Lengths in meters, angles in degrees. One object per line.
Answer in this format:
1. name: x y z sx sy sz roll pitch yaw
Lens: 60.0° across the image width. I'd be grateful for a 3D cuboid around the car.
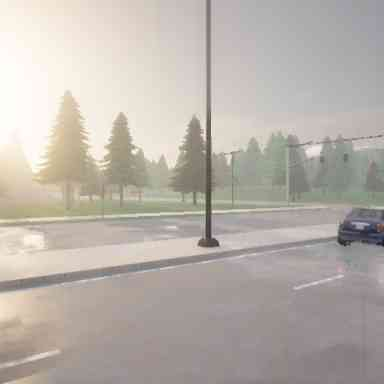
1. car: 8.176 1.363 14.000 4.553 1.767 2.097 0 0 -35
